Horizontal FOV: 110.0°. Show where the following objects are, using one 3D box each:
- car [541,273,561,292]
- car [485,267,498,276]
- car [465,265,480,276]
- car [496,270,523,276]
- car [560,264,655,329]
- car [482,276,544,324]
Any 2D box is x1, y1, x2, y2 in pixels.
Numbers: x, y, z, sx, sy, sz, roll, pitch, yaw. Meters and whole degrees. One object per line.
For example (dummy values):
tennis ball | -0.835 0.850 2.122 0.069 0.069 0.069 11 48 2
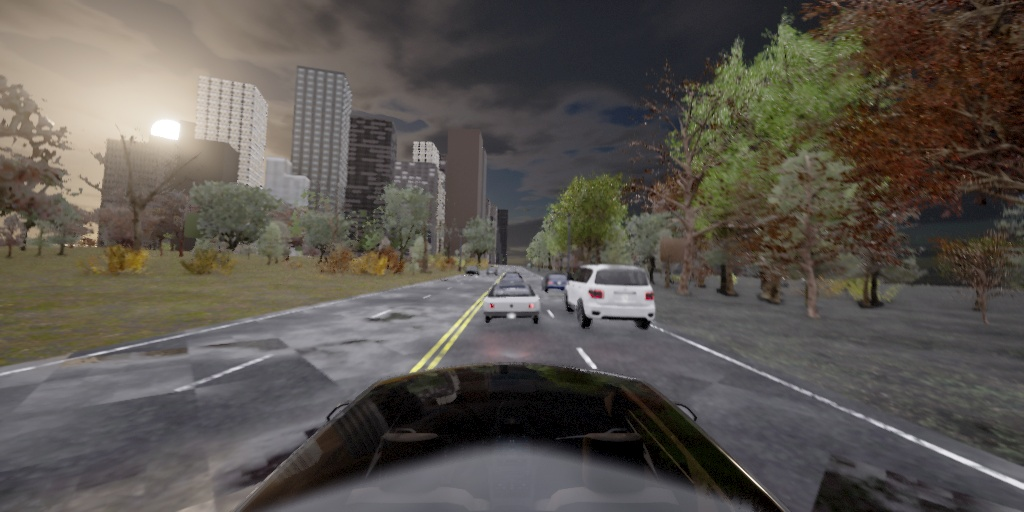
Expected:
car | 3.265 2.003 27.125 2.033 1.411 5.357 2 -2 0
car | -3.348 2.569 60.152 2.128 1.511 4.902 2 -1 0
car | -6.593 2.337 59.976 2.097 1.767 4.553 2 -1 0
car | 0.026 2.009 29.442 1.994 1.385 4.181 2 -1 1
car | 3.297 1.335 13.077 2.150 2.045 5.566 2 -1 1
car | 0.008 1.638 13.604 1.895 1.301 4.718 -1 0 1
